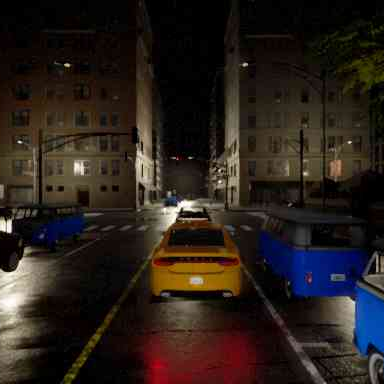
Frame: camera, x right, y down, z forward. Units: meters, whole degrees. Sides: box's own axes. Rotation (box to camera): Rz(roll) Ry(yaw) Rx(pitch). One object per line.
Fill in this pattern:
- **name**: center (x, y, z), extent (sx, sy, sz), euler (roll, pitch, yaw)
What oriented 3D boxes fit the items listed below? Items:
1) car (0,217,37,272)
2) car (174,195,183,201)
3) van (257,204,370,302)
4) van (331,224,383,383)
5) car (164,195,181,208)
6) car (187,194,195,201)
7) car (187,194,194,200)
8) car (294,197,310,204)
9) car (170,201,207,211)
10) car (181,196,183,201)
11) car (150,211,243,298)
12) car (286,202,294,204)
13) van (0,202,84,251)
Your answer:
- **car**: center (-5.823, 1.544, 8.016), extent (1.887, 1.381, 4.507), euler (0, 0, 0)
- **car**: center (-3.249, 1.512, 81.089), extent (2.033, 1.411, 5.357), euler (0, 0, -1)
- **van**: center (2.704, 1.340, 7.989), extent (1.690, 1.788, 3.998), euler (0, 0, 0)
- **van**: center (2.679, 1.341, 2.331), extent (1.690, 1.788, 3.998), euler (0, 0, 0)
- **car**: center (-3.055, 1.463, 48.953), extent (1.882, 1.535, 5.008), euler (0, 0, 0)
- **car**: center (-0.228, 1.571, 78.833), extent (1.895, 1.301, 4.718), euler (0, 0, -1)
- **car**: center (-0.317, 1.320, 88.806), extent (1.837, 1.490, 4.892), euler (0, 0, -1)
- **car**: center (13.035, 1.474, 32.614), extent (4.902, 1.511, 2.128), euler (0, 0, 0)
- **car**: center (0.074, 1.486, 17.995), extent (2.128, 1.511, 4.902), euler (0, 0, 0)
- **car**: center (-3.143, 1.459, 65.762), extent (1.882, 1.535, 5.008), euler (0, 0, 0)
- **car**: center (0.113, 1.477, 8.576), extent (1.882, 1.535, 5.008), euler (0, 0, 1)
- **car**: center (12.227, 1.347, 35.865), extent (4.553, 1.767, 2.097), euler (0, 0, 0)
- **van**: center (-5.798, 1.338, 13.676), extent (1.690, 1.788, 3.998), euler (0, 0, 0)
